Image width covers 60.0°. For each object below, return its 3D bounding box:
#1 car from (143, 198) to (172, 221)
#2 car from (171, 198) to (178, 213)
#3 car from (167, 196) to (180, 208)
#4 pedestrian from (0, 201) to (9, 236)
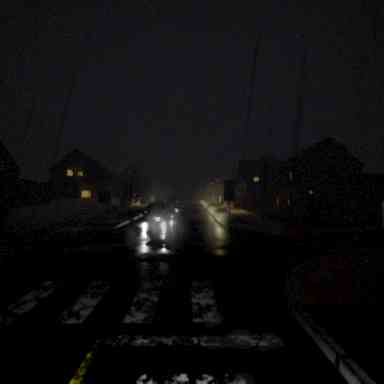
[{"bbox_3d":[-2.881,1.525,27.511,1.812,1.442,4.674,0,0,0],"label":"car"},{"bbox_3d":[-2.872,1.614,37.586,1.895,1.301,4.718,0,0,0],"label":"car"},{"bbox_3d":[-2.876,1.387,47.857,2.097,1.767,4.553,0,0,1],"label":"car"},{"bbox_3d":[-9.827,1.347,17.135,0.375,1.860,0.375,0,-3,-1],"label":"pedestrian"}]
